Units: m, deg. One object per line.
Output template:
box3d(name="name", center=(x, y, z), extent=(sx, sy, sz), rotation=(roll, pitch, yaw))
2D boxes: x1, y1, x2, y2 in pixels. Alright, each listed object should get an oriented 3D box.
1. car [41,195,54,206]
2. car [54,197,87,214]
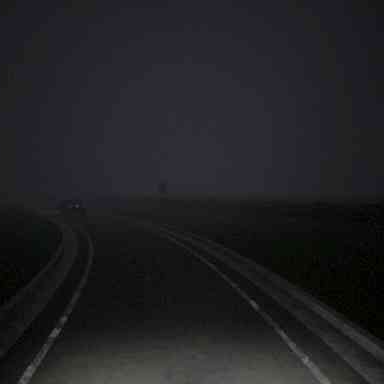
box3d(name="car", center=(-21.543, 1.239, 50.078), extent=(1.812, 1.442, 4.674), rotation=(-1, 0, -28))
box3d(name="car", center=(-11.592, 1.351, 32.126), extent=(2.033, 1.411, 5.357), rotation=(-1, 0, -30))
